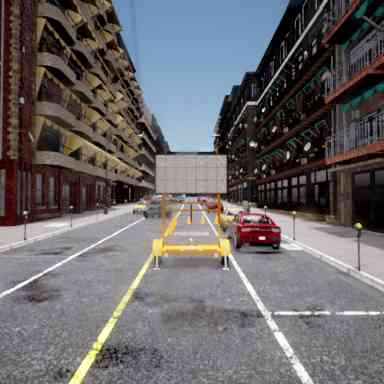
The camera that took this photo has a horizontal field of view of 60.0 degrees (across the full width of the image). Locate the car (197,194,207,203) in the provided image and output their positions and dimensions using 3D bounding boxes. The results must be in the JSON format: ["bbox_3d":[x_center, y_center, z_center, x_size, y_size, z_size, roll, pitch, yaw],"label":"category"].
[{"bbox_3d":[2.393,1.541,80.736,2.192,1.841,5.009,1,0,0],"label":"car"}]

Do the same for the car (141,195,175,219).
[{"bbox_3d":[-2.907,1.396,29.163,2.097,1.767,4.553,0,0,0],"label":"car"}]

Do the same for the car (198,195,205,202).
[{"bbox_3d":[2.467,1.676,58.612,1.887,1.381,4.507,1,0,0],"label":"car"}]

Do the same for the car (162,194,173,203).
[{"bbox_3d":[-5.442,1.516,75.248,2.192,1.841,5.009,1,0,0],"label":"car"}]

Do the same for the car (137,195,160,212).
[{"bbox_3d":[-5.373,1.393,42.067,2.192,1.841,5.009,2,0,0],"label":"car"}]

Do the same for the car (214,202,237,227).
[{"bbox_3d":[2.546,1.551,20.068,1.752,1.417,4.829,1,0,0],"label":"car"}]

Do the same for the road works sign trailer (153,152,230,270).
[{"bbox_3d":[-0.022,0.475,11.027,2.380,3.560,2.880,0,0,0],"label":"road works sign trailer"}]

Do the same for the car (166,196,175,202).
[{"bbox_3d":[-5.471,1.819,86.310,1.947,1.339,4.313,1,0,0],"label":"car"}]

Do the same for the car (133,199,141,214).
[{"bbox_3d":[-5.367,1.588,36.365,1.752,1.417,4.829,2,0,0],"label":"car"}]

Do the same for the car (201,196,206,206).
[{"bbox_3d":[2.500,1.628,42.020,2.008,1.369,4.403,1,0,0],"label":"car"}]

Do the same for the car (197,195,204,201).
[{"bbox_3d":[2.367,1.723,91.799,1.967,1.590,4.097,1,0,0],"label":"car"}]

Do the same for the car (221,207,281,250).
[{"bbox_3d":[2.557,1.561,14.366,1.887,1.381,4.507,1,0,0],"label":"car"}]

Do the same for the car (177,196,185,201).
[{"bbox_3d":[-2.933,1.771,90.923,2.128,1.511,4.902,0,0,0],"label":"car"}]

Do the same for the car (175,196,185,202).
[{"bbox_3d":[-2.891,1.719,70.413,2.033,1.411,5.357,0,0,0],"label":"car"}]

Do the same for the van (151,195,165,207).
[{"bbox_3d":[-5.397,1.452,53.126,1.690,1.788,3.998,2,0,0],"label":"van"}]

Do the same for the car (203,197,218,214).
[{"bbox_3d":[2.512,1.608,36.488,1.887,1.381,4.507,1,0,0],"label":"car"}]

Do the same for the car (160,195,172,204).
[{"bbox_3d":[-5.431,1.492,69.719,2.192,1.841,5.009,1,0,0],"label":"car"}]

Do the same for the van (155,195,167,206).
[{"bbox_3d":[-5.409,1.473,58.658,1.690,1.788,3.998,1,0,0],"label":"van"}]
